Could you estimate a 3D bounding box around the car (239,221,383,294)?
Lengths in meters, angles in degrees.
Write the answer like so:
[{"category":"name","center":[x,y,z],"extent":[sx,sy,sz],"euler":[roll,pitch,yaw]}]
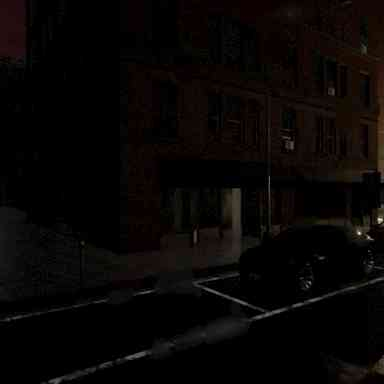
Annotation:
[{"category":"car","center":[3.185,1.565,8.816],"extent":[4.313,1.339,1.947],"euler":[0,0,-36]}]
